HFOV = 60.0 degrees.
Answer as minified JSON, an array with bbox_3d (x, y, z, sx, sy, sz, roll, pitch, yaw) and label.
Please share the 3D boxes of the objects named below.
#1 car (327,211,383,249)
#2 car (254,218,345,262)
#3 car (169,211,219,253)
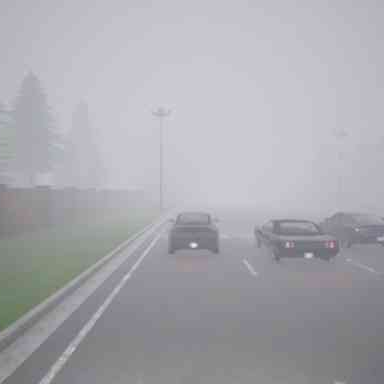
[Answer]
[{"bbox_3d":[7.081,1.579,14.755,1.812,1.442,4.674,0,0,0],"label":"car"},{"bbox_3d":[3.568,1.645,12.320,1.895,1.301,4.718,0,0,0],"label":"car"},{"bbox_3d":[0.078,1.556,13.833,1.837,1.490,4.892,0,0,0],"label":"car"}]
